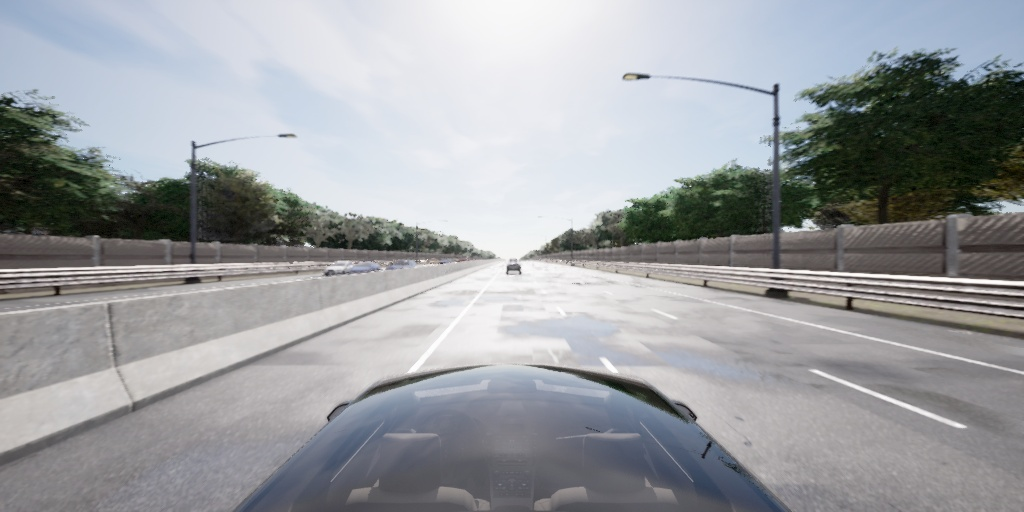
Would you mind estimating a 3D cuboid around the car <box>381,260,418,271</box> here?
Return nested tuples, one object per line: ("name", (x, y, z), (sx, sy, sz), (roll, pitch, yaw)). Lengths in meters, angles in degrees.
("car", (-10.483, 1.154, 34.587), (2.097, 1.767, 4.553), (0, 0, 0))

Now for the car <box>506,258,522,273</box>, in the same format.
("car", (0.210, 1.326, 44.348), (2.128, 1.511, 4.902), (0, 0, 0))

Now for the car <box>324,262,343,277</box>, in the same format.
("car", (-17.459, 1.328, 36.909), (1.812, 1.442, 4.674), (0, 0, 1))

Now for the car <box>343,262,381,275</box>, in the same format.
("car", (-13.986, 1.324, 34.351), (1.812, 1.442, 4.674), (0, 0, 0))
